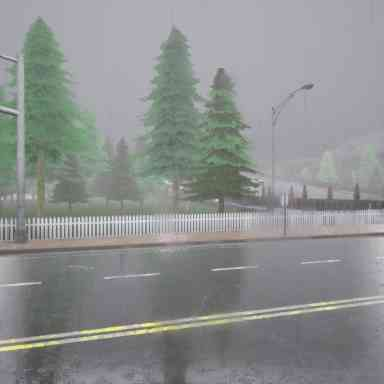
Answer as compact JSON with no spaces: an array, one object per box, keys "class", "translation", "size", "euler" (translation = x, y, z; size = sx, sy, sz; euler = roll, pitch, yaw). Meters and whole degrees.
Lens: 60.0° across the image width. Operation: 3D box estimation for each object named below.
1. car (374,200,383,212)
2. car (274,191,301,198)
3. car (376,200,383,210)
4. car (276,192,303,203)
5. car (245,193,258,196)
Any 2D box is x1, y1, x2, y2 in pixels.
[{"class":"car","translation":[22.657,1.592,36.385],"size":[1.895,1.301,4.718],"euler":[0,0,-19]},{"class":"car","translation":[13.986,0.877,50.757],"size":[2.097,1.767,4.553],"euler":[0,4,-19]},{"class":"car","translation":[20.231,1.502,32.705],"size":[1.837,1.490,4.892],"euler":[0,0,-18]},{"class":"car","translation":[16.093,0.863,55.413],"size":[1.895,1.301,4.718],"euler":[0,4,-19]},{"class":"car","translation":[10.262,0.056,61.782],"size":[2.033,1.411,5.357],"euler":[0,6,-18]}]
